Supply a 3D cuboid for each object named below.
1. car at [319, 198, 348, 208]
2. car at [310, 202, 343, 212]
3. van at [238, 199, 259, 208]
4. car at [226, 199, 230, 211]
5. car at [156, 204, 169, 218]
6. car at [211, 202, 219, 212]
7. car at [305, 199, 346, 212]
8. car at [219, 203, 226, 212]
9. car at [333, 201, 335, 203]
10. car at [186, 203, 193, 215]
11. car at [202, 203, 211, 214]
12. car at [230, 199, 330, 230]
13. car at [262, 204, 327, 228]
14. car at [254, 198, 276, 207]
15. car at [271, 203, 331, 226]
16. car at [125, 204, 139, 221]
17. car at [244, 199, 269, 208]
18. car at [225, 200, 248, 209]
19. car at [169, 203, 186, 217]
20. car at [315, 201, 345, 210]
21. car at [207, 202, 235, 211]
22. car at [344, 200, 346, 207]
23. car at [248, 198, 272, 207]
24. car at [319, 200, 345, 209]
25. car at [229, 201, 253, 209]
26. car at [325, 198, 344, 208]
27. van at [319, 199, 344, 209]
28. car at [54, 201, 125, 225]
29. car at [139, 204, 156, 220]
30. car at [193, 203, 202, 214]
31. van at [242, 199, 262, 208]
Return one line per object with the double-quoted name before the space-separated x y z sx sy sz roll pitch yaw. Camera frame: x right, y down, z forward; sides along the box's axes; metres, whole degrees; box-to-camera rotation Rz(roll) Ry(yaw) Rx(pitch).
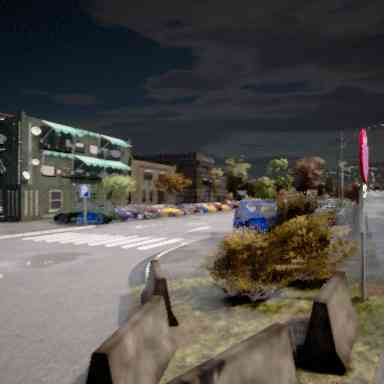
"car" 31.904 2.496 75.071 5.566 2.045 2.435 0 -1 6
"car" 22.560 2.476 56.058 4.792 1.488 2.163 0 0 6
"van" 12.709 2.588 74.690 4.442 1.987 1.878 -1 -1 6
"car" 3.557 2.516 56.078 5.366 1.575 1.946 -1 -1 6
"car" -5.382 2.093 37.468 4.553 1.767 2.185 -1 -2 6
"car" 0.959 2.431 50.762 5.366 1.575 1.946 -1 -1 6
"car" 21.297 2.152 53.340 5.566 2.045 2.435 0 -1 6
"car" 2.444 2.473 53.412 5.008 1.535 2.097 -1 -1 6
"car" 10.685 1.931 31.617 4.553 1.767 2.185 0 0 6
"car" -2.756 2.304 42.771 4.892 1.521 2.231 -1 -2 6
"car" -0.156 2.388 48.084 5.008 1.535 2.097 -1 -2 6
"car" 5.381 1.631 20.763 5.566 2.045 2.435 0 -1 6
"car" 7.975 1.843 26.192 4.553 1.767 2.185 0 -1 6
"car" 19.291 2.769 87.967 5.566 2.045 2.435 -1 -1 6
"car" 9.362 1.887 28.895 4.553 1.767 2.185 0 0 6
"car" -7.946 2.173 32.142 4.674 1.452 2.002 -1 -1 6
"car" 15.450 2.644 80.003 5.566 2.045 2.435 -1 -2 6
"car" 8.902 2.561 66.708 4.553 1.767 2.185 -1 -2 6
"car" -3.867 2.254 40.106 5.366 1.575 1.946 -1 -2 6
"car" 26.577 2.578 64.195 4.892 1.521 2.231 0 0 6
"car" 5.068 2.588 58.729 4.792 1.488 2.163 -1 -2 6
"car" 15.994 1.979 42.476 5.566 2.045 2.435 0 -1 6
"car" 16.750 2.685 82.661 5.566 2.045 2.435 -1 -2 6
"car" 29.256 2.536 69.621 4.553 1.767 2.185 0 0 6
"car" 10.236 2.729 69.365 4.892 1.521 2.231 -1 -1 6
"car" 13.282 1.891 37.049 5.566 2.045 2.435 0 0 6
"van" 28.015 2.394 66.909 4.442 1.987 1.878 0 -1 6
"car" -9.276 1.839 29.485 5.566 2.045 2.435 -1 -1 6
"car" -6.653 2.177 34.802 4.892 1.521 2.231 -1 -2 6
"car" -1.482 2.376 45.430 4.792 1.488 2.163 -1 -1 6
"van" 14.008 2.630 77.349 4.442 1.987 1.878 -1 -1 6
